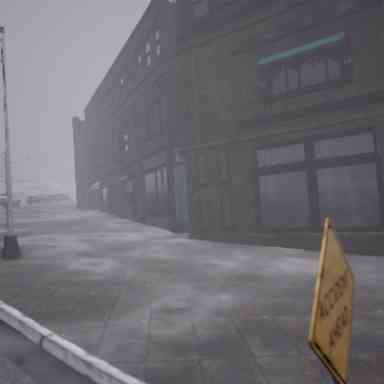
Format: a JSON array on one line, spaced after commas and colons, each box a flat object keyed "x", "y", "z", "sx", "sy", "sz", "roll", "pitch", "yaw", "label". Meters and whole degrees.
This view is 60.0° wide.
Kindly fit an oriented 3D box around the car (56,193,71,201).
[{"x": -22.265, "y": 0.939, "z": 55.690, "sx": 1.837, "sy": 1.490, "sz": 4.892, "roll": -4, "pitch": 0, "yaw": 9, "label": "car"}]

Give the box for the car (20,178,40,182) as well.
[{"x": -42.164, "y": -2.704, "z": 84.800, "sx": 2.002, "sy": 1.452, "sz": 4.674, "roll": -6, "pitch": -3, "yaw": 34, "label": "car"}]

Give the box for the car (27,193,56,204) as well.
[{"x": -22.882, "y": 1.031, "z": 49.996, "sx": 1.837, "sy": 1.490, "sz": 4.892, "roll": -4, "pitch": 1, "yaw": 3, "label": "car"}]

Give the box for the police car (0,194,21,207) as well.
[{"x": -22.648, "y": 1.077, "z": 40.563, "sx": 1.930, "sy": 1.638, "sz": 5.238, "roll": -3, "pitch": 1, "yaw": -6, "label": "police car"}]

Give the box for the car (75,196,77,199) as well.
[{"x": -22.604, "y": 1.047, "z": 70.666, "sx": 1.895, "sy": 1.301, "sz": 4.718, "roll": -5, "pitch": 0, "yaw": 20, "label": "car"}]

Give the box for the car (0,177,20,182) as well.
[{"x": -45.255, "y": -2.746, "z": 80.192, "sx": 2.231, "sy": 1.521, "sz": 4.892, "roll": -6, "pitch": -3, "yaw": 35, "label": "car"}]
